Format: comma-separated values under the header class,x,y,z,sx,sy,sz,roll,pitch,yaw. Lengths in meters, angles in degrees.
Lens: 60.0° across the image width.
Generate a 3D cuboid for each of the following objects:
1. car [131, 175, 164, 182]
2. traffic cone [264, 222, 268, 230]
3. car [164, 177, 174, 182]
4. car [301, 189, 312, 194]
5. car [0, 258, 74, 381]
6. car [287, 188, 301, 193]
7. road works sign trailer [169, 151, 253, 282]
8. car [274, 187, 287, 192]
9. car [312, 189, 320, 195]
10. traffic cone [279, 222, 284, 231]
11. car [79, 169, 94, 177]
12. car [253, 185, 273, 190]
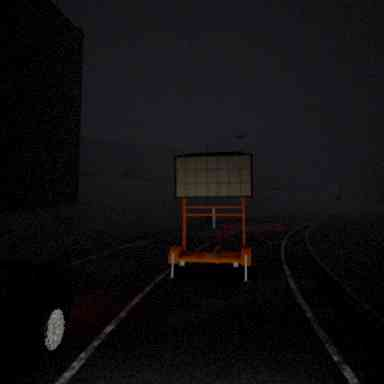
class,x,y,z,sx,sy,sz,roll,pitch,yaw
car,-7.877,-2.048,56.007,4.892,1.521,2.231,3,-5,-33
traffic cone,4.983,2.293,22.468,0.340,0.580,0.340,-2,-2,16
car,-3.283,-1.812,59.057,4.892,1.521,2.231,3,-6,-34
car,27.176,0.115,83.161,4.553,1.767,2.185,5,-7,-42
car,-3.016,1.518,3.410,1.882,1.535,5.008,0,-1,5
car,22.998,-0.097,79.382,4.892,1.521,2.231,4,-6,-41
road works sign trailer,0.687,0.584,10.302,2.380,3.560,2.880,-1,-1,11
car,18.898,-0.358,75.845,4.674,1.452,2.002,4,-6,-40
car,31.267,0.356,86.995,5.566,2.045,2.435,5,-7,-43
traffic cone,5.941,2.264,22.190,0.340,0.580,0.340,-2,-2,16
car,-16.994,-2.614,49.981,4.553,1.767,2.185,3,-5,-33
car,14.648,-0.665,72.337,4.792,1.488,2.163,4,-6,-38
